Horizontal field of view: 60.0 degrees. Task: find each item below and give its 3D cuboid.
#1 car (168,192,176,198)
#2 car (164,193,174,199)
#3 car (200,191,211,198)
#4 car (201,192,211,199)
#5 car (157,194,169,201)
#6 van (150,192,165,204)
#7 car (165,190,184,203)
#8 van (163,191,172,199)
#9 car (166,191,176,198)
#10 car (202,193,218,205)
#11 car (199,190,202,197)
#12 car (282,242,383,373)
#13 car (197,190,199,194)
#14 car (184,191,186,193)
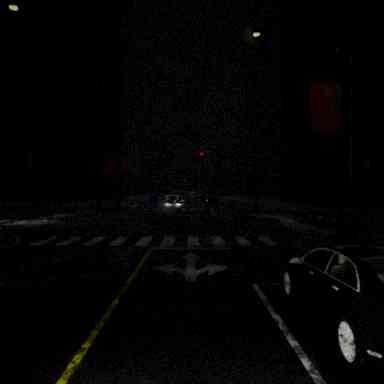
[{"bbox_3d":[-5.477,0.801,91.762,1.887,1.381,4.507,0,0,0],"label":"car"},{"bbox_3d":[-5.540,0.889,80.737,1.887,1.381,4.507,0,0,0],"label":"car"},{"bbox_3d":[2.858,1.069,58.642,2.008,1.369,4.403,0,0,0],"label":"car"},{"bbox_3d":[2.828,1.086,53.298,1.752,1.417,4.829,0,0,0],"label":"car"},{"bbox_3d":[-5.635,1.041,64.200,1.947,1.339,4.313,0,0,0],"label":"car"},{"bbox_3d":[-5.698,0.905,53.174,1.690,1.788,3.998,0,0,0],"label":"van"},{"bbox_3d":[-2.990,0.777,54.305,2.150,2.045,5.566,0,0,1],"label":"car"},{"bbox_3d":[-5.572,0.729,75.223,1.690,1.788,3.998,0,0,0],"label":"van"},{"bbox_3d":[-5.508,0.615,86.248,2.192,1.841,5.009,0,0,0],"label":"car"},{"bbox_3d":[2.795,1.157,47.616,2.008,1.369,4.403,0,0,0],"label":"car"},{"bbox_3d":[2.890,0.789,64.152,2.192,1.841,5.009,0,0,0],"label":"car"},{"bbox_3d":[2.746,1.503,5.434,2.008,1.369,4.403,0,0,0],"label":"car"},{"bbox_3d":[3.017,0.739,86.205,1.967,1.590,4.097,0,0,0],"label":"car"},{"bbox_3d":[-2.837,0.963,70.614,2.033,1.411,5.357,0,0,0],"label":"car"}]
